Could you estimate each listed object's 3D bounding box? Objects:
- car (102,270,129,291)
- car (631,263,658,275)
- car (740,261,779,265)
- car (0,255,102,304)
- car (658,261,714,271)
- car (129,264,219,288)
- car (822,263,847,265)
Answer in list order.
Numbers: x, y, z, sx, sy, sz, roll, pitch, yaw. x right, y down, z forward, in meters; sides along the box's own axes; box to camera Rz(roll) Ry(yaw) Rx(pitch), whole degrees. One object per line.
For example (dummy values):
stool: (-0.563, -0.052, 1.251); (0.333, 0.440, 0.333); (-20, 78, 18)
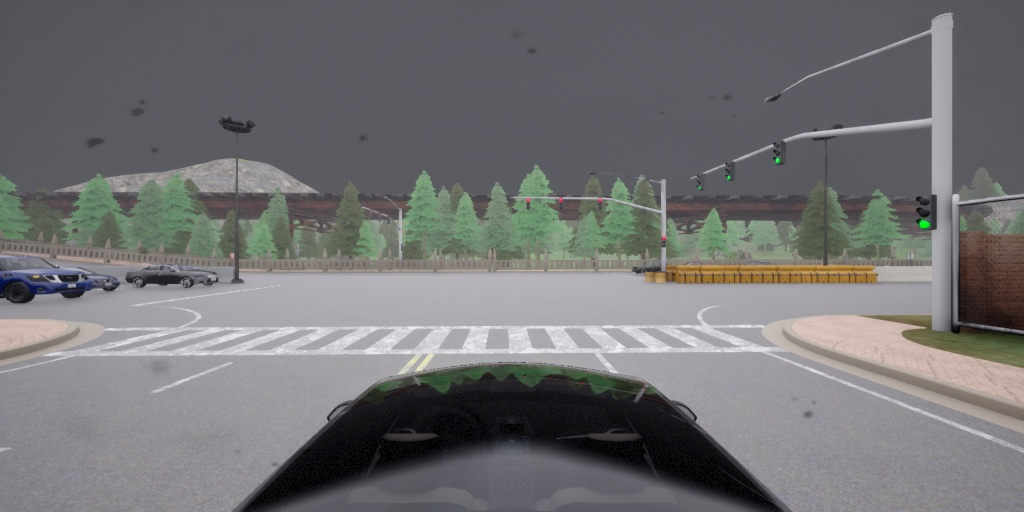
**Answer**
car: (-24.179, 1.267, 19.338); (4.674, 1.442, 1.812); (0, 0, -2)
car: (15.291, 1.351, 38.278); (4.718, 1.301, 1.895); (0, 0, -2)
car: (26.076, 1.238, 38.616); (4.902, 1.511, 2.128); (0, 0, -2)
car: (-22.379, 0.967, 15.886); (5.566, 2.045, 2.150); (0, 0, -2)
car: (15.876, 1.228, 31.294); (5.008, 1.535, 1.882); (0, 0, -2)
car: (-21.597, 1.236, 22.919); (4.902, 1.511, 2.128); (0, 0, -2)
car: (28.269, 1.314, 31.681); (4.181, 1.385, 1.994); (0, 0, -2)
